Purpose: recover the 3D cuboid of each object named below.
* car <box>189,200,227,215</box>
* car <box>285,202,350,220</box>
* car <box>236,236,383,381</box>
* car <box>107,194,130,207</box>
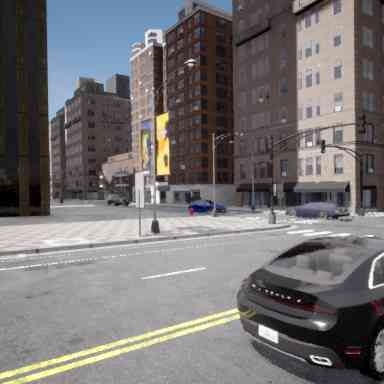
[{"bbox_3d":[1.627,1.590,35.350,1.882,1.535,5.008,-1,1,-35],"label":"car"},{"bbox_3d":[10.512,1.561,28.267,2.033,1.411,5.357,-1,0,-34],"label":"car"},{"bbox_3d":[2.911,1.503,5.515,4.892,1.490,1.837,0,0,-35],"label":"car"},{"bbox_3d":[-12.378,1.421,55.327,2.150,2.045,5.566,-1,0,-35],"label":"car"}]
